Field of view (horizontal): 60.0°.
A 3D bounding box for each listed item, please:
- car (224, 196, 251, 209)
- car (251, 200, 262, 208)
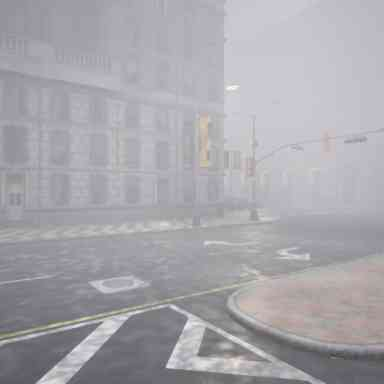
[{"bbox_3d":[5.030,1.350,43.812,2.097,1.767,4.553,0,0,-35],"label":"car"},{"bbox_3d":[7.284,1.545,46.668,2.033,1.411,5.357,0,0,-36],"label":"car"}]
